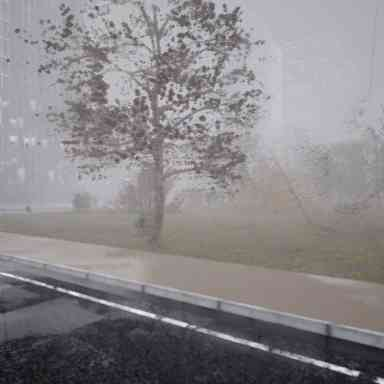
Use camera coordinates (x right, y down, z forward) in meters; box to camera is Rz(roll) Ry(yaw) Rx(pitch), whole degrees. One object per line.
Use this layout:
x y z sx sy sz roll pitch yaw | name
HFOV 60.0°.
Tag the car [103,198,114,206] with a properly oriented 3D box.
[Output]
-14.250 1.838 63.057 2.033 1.411 5.357 -1 -1 38 | car
